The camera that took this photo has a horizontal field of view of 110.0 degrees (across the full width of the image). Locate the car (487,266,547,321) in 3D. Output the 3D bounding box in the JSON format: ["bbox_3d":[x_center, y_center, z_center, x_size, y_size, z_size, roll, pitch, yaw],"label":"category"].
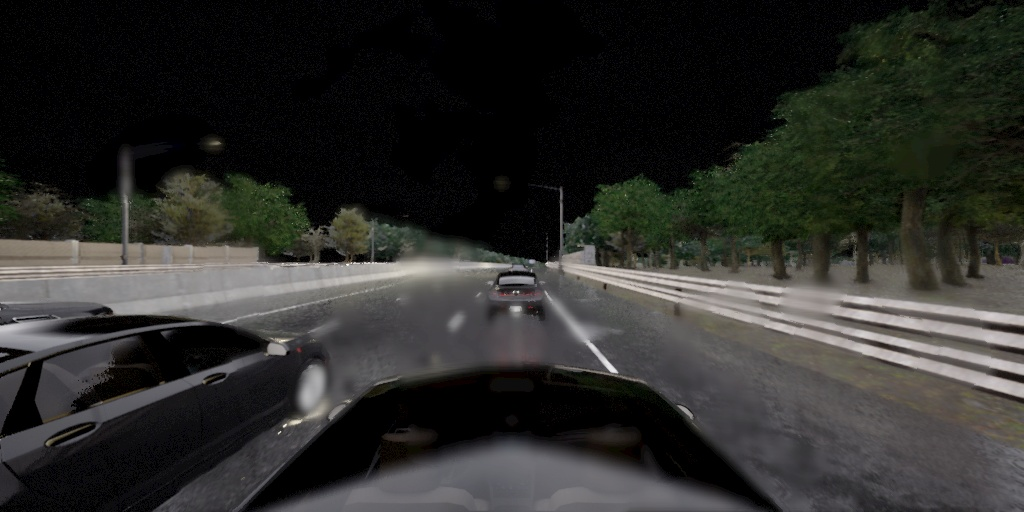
[{"bbox_3d":[0.171,1.279,12.537,1.837,1.490,4.892,0,0,1],"label":"car"}]

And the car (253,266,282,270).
[{"bbox_3d":[-20.727,1.482,30.124,1.895,1.301,4.718,0,0,1],"label":"car"}]

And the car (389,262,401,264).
[{"bbox_3d":[-16.541,1.583,50.195,2.128,1.511,4.902,0,-1,3],"label":"car"}]

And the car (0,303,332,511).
[{"bbox_3d":[-3.386,1.255,2.995,1.837,1.490,4.892,0,0,0],"label":"car"}]

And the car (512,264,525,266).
[{"bbox_3d":[0.672,1.496,36.993,1.994,1.385,4.181,0,-1,2],"label":"car"}]

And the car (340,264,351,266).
[{"bbox_3d":[-23.566,1.692,49.760,1.895,1.301,4.718,0,-1,3],"label":"car"}]

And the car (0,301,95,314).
[{"bbox_3d":[-6.890,0.971,3.045,2.150,2.045,5.566,0,0,0],"label":"car"}]
